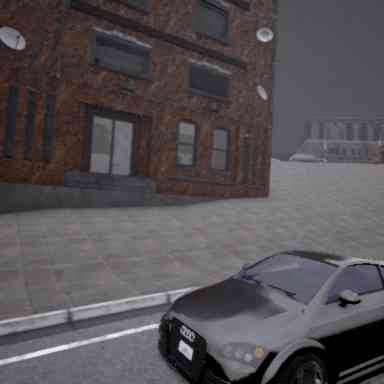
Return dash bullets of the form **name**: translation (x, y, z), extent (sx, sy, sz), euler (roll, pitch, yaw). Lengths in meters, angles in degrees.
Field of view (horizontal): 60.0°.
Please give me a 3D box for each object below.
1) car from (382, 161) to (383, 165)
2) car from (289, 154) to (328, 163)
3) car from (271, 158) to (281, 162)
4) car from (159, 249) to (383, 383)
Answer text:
- **car**: translation (24.903, -3.203, 38.722), extent (4.892, 1.521, 2.231), euler (3, -2, 10)
- **car**: translation (14.146, -3.824, 40.633), extent (4.553, 1.767, 2.185), euler (3, -2, 10)
- **car**: translation (8.734, -3.905, 41.585), extent (4.674, 1.452, 2.002), euler (3, -2, 10)
- **car**: translation (1.662, 1.559, 4.645), extent (4.181, 1.385, 1.994), euler (0, 0, -30)
